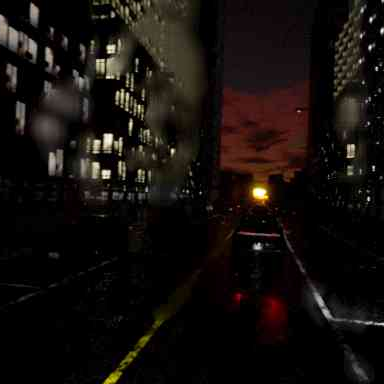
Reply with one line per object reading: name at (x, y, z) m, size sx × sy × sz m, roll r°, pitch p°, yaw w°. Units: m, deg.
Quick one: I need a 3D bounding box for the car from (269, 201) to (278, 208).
car at (17.433, 2.579, 71.387) m, size 1.802 × 1.307 × 4.206 m, roll 2°, pitch 0°, yaw 12°

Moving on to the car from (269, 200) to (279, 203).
car at (15.112, 2.301, 60.244) m, size 1.967 × 1.590 × 4.097 m, roll 2°, pitch 0°, yaw 12°

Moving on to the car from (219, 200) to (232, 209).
car at (5.748, 2.081, 56.403) m, size 1.802 × 1.307 × 4.206 m, roll 2°, pitch 0°, yaw 12°

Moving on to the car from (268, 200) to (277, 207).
car at (18.634, 2.592, 77.125) m, size 1.752 × 1.417 × 4.829 m, roll 2°, pitch 0°, yaw 12°

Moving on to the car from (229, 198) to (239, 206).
car at (9.244, 2.145, 73.117) m, size 1.967 × 1.590 × 4.097 m, roll 2°, pitch 0°, yaw 12°

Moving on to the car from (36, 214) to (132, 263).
car at (-3.561, 1.499, 11.830) m, size 1.947 × 1.339 × 4.313 m, roll 2°, pitch 0°, yaw 12°

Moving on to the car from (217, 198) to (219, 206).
car at (3.421, 1.905, 45.259) m, size 1.887 × 1.381 × 4.507 m, roll 2°, pitch 0°, yaw 12°

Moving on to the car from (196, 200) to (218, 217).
car at (1.094, 1.770, 34.116) m, size 2.008 × 1.369 × 4.403 m, roll 2°, pitch 0°, yaw 12°

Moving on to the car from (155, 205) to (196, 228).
car at (-1.234, 1.659, 22.971) m, size 1.802 × 1.307 × 4.206 m, roll 2°, pitch 0°, yaw 12°

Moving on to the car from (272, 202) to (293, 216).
car at (10.452, 2.148, 37.959) m, size 1.947 × 1.339 × 4.313 m, roll 2°, pitch 0°, yaw 12°

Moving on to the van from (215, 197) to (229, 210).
van at (4.594, 1.771, 50.832) m, size 1.690 × 1.788 × 3.998 m, roll 2°, pitch 0°, yaw 12°

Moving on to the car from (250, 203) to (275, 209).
car at (6.063, 1.943, 29.622) m, size 1.994 × 1.385 × 4.181 m, roll 2°, pitch 0°, yaw 12°

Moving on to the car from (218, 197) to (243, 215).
car at (4.865, 1.607, 39.193) m, size 2.150 × 2.045 × 5.566 m, roll 2°, pitch -1°, yaw 12°

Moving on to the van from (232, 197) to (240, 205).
van at (10.412, 2.114, 78.690) m, size 1.690 × 1.788 × 3.998 m, roll 2°, pitch 0°, yaw 12°

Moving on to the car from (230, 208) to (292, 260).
car at (2.687, 1.663, 13.440) m, size 2.128 × 1.511 × 4.902 m, roll 2°, pitch 0°, yaw 12°
